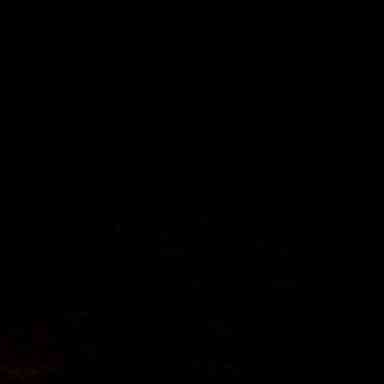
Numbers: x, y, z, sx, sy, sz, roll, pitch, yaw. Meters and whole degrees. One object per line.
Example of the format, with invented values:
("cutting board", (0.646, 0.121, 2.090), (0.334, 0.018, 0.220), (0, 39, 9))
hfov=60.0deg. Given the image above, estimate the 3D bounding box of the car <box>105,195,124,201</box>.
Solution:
("car", (-20.597, 1.539, 88.349), (5.008, 1.535, 1.882), (1, 0, -7))
